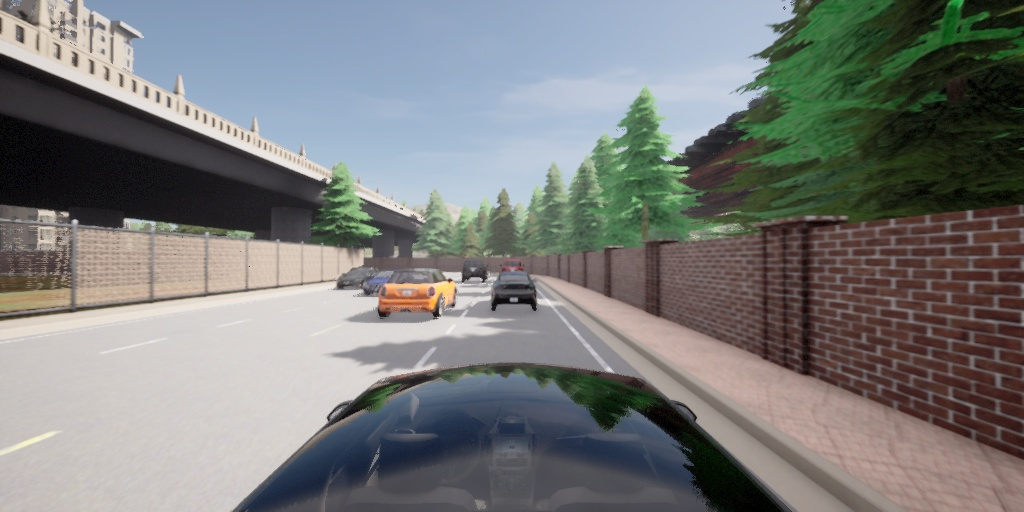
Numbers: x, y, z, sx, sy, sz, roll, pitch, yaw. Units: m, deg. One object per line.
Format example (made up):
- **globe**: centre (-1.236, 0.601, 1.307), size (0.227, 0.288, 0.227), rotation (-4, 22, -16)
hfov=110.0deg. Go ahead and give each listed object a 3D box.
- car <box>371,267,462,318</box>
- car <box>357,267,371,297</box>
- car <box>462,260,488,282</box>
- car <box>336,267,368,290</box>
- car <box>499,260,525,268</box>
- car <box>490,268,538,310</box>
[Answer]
- **car**: centre (-3.420, 1.254, 13.813), size (2.097, 1.767, 4.553), rotation (0, -1, 0)
- **car**: centre (-7.122, 1.522, 21.215), size (1.812, 1.442, 4.674), rotation (0, -1, 0)
- **car**: centre (-3.499, 1.378, 34.012), size (2.150, 2.045, 5.566), rotation (0, -1, -2)
- **car**: centre (-10.634, 1.555, 25.440), size (1.837, 1.490, 4.892), rotation (0, -1, 0)
- **car**: centre (0.018, 1.377, 33.939), size (2.150, 2.045, 5.566), rotation (0, -1, -1)
- **car**: centre (0.080, 1.432, 15.842), size (1.837, 1.490, 4.892), rotation (0, -1, 0)
